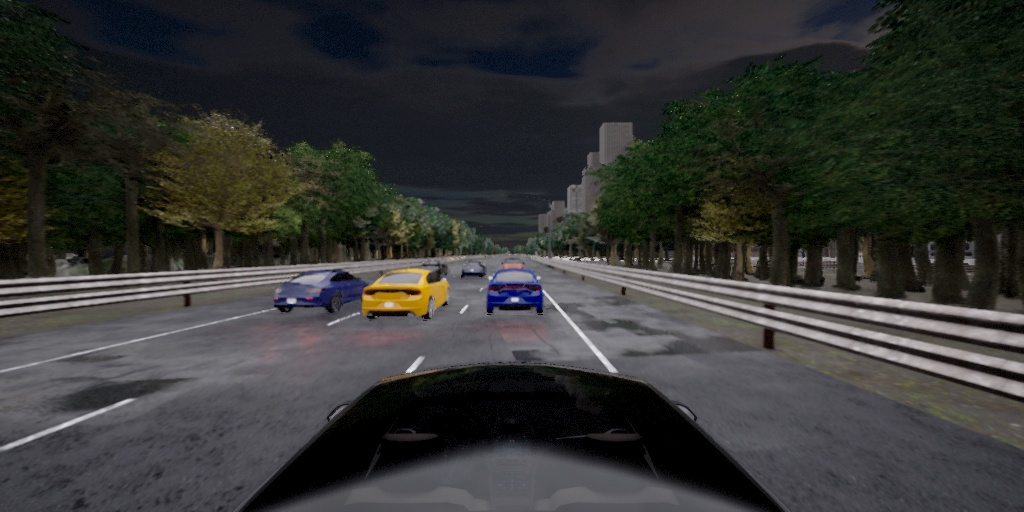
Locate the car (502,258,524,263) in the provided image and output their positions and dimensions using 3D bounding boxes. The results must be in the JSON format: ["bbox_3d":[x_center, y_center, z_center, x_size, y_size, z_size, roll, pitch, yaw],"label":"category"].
[{"bbox_3d":[0.085,0.971,31.866,2.097,1.767,4.553,0,0,0],"label":"car"}]

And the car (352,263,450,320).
[{"bbox_3d":[-3.406,1.185,12.400,1.882,1.535,5.008,0,0,0],"label":"car"}]

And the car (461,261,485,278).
[{"bbox_3d":[-3.414,1.178,32.659,1.994,1.385,4.181,0,0,0],"label":"car"}]

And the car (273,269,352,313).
[{"bbox_3d":[-6.906,1.228,13.536,1.812,1.442,4.674,0,0,0],"label":"car"}]

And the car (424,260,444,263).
[{"bbox_3d":[-6.915,1.109,32.088,2.128,1.511,4.902,0,0,0],"label":"car"}]

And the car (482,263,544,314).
[{"bbox_3d":[0.093,1.181,13.494,1.882,1.535,5.008,0,0,0],"label":"car"}]
